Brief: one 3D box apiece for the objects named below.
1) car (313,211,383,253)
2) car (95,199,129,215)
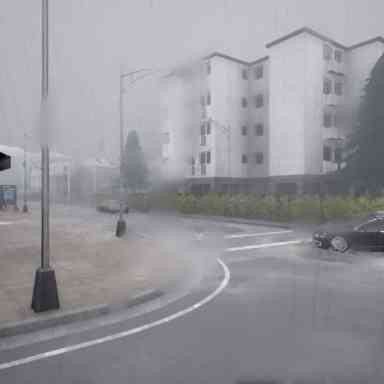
[{"bbox_3d":[7.094,1.502,12.388,4.892,1.490,1.837,0,6,21],"label":"car"},{"bbox_3d":[-7.691,1.394,31.838,1.994,1.385,4.181,0,0,-36],"label":"car"}]
